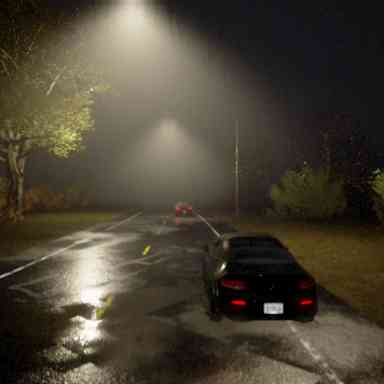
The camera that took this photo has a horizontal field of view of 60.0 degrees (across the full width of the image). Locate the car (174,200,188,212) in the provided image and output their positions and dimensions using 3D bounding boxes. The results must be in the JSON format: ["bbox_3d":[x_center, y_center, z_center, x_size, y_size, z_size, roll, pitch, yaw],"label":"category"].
[{"bbox_3d":[-1.568,1.967,46.357,1.837,1.490,4.892,0,0,-4],"label":"car"}]

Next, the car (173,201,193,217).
[{"bbox_3d":[-0.907,1.893,36.168,1.812,1.442,4.674,0,-1,-3],"label":"car"}]

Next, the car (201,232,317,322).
[{"bbox_3d":[1.203,1.607,7.302,1.812,1.442,4.674,0,-1,-1],"label":"car"}]
